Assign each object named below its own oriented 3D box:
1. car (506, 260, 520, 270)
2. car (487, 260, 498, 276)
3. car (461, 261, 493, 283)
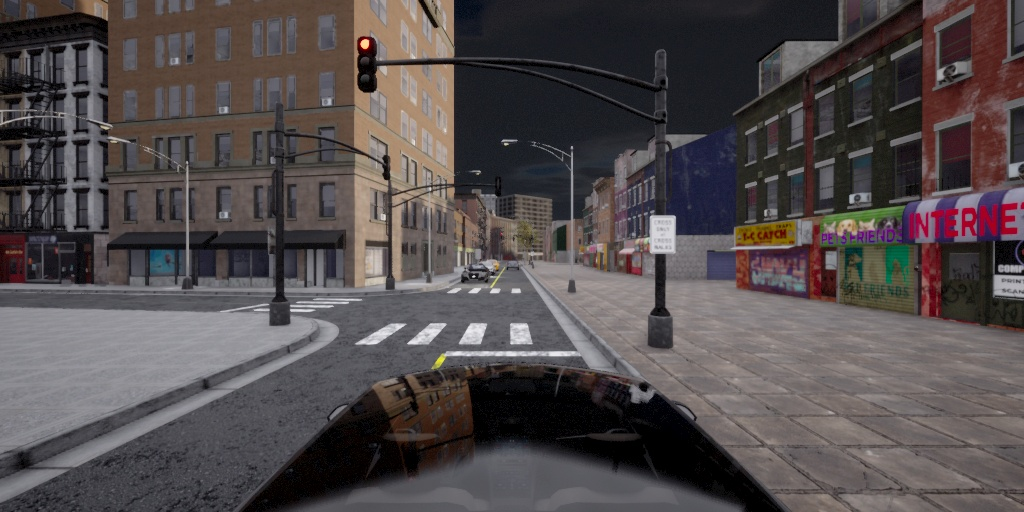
[{"bbox_3d":[0.120,1.310,52.780,2.033,1.411,5.357,0,0,0],"label":"car"},{"bbox_3d":[-2.765,1.282,38.066,1.812,1.442,4.674,0,0,0],"label":"car"},{"bbox_3d":[-2.789,1.317,28.148,1.994,1.385,4.181,0,0,0],"label":"car"}]
